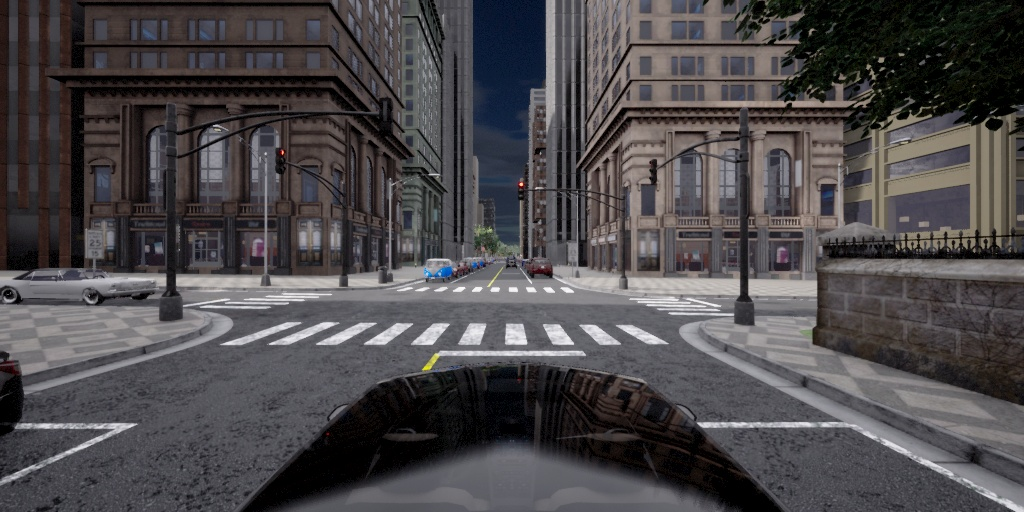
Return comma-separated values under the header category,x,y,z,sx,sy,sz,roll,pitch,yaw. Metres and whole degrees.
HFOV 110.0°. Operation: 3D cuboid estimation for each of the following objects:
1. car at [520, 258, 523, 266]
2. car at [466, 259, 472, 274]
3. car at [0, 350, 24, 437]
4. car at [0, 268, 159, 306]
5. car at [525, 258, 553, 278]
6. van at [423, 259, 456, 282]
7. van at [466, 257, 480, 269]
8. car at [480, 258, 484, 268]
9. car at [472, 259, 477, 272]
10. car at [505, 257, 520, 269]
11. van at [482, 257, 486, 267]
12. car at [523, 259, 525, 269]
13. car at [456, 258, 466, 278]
category,x,y,z,sx,sy,sz,roll,pitch,yaw
car,2.656,1.353,55.663,2.007,1.370,4.403,0,0,0
car,-5.837,1.323,39.316,1.888,1.381,4.507,0,0,0
car,-5.763,1.316,1.777,1.948,1.339,4.313,0,0,0
car,-16.565,1.120,13.679,4.718,1.301,1.895,1,0,0
car,2.699,1.085,33.901,2.192,1.841,5.009,0,0,0
van,-5.816,1.105,28.434,1.690,1.789,3.998,0,0,0
van,-5.859,1.135,50.198,1.690,1.789,3.998,0,0,0
car,-5.870,1.347,55.640,1.888,1.381,4.507,0,0,0
car,-5.848,1.351,44.757,1.948,1.339,4.313,0,0,0
car,-0.063,1.313,59.091,1.837,1.490,4.892,0,0,1
van,-5.881,1.151,61.081,1.690,1.789,3.998,0,0,0
car,2.688,1.092,39.341,2.192,1.841,5.009,0,0,0
car,-5.826,1.210,33.875,1.967,1.591,4.097,0,0,0
